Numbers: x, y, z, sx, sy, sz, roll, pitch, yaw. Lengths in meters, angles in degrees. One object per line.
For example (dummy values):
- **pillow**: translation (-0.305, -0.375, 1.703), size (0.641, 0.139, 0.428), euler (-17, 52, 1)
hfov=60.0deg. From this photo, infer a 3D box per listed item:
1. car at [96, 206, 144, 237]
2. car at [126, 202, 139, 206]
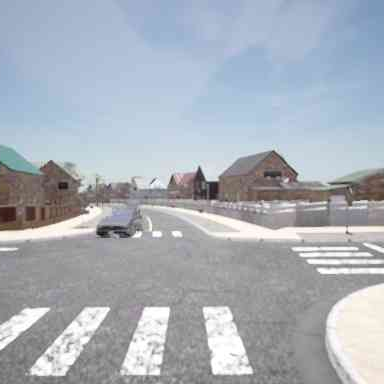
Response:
- **car**: translation (-4.176, 1.798, 20.173), size (2.033, 1.411, 5.357), euler (0, -1, 2)
- **car**: translation (-7.527, 2.100, 42.035), size (1.837, 1.490, 4.892), euler (0, -1, -12)
